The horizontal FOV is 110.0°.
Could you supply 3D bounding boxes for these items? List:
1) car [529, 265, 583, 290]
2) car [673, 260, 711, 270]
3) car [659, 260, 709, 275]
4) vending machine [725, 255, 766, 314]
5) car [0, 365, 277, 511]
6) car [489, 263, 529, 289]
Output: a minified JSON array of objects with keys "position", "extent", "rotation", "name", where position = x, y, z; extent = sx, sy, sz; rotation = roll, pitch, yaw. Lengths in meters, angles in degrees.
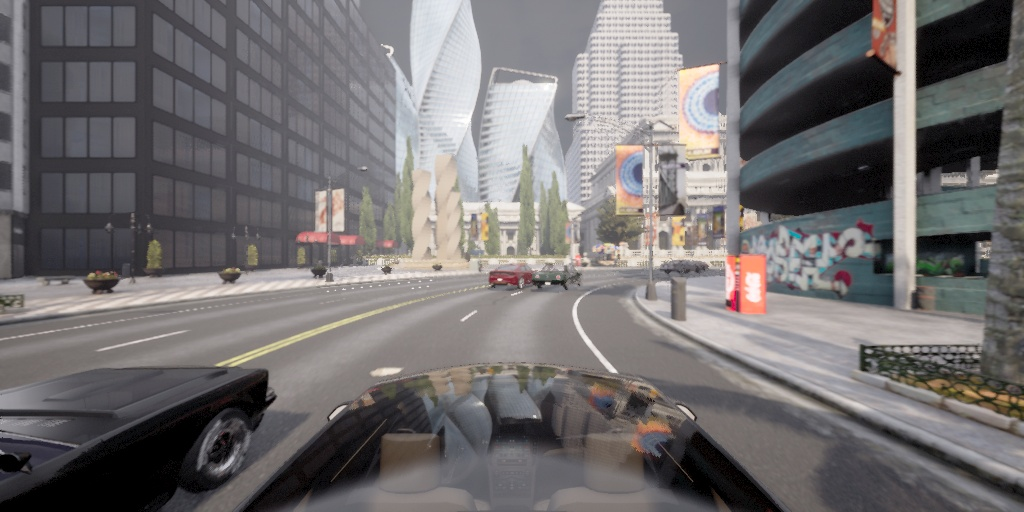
[{"position":[2.913,1.200,21.598],"extent":[1.895,1.301,4.718],"rotation":[0,0,25],"name":"car"},{"position":[25.612,1.276,50.977],"extent":[4.674,1.442,1.812],"rotation":[0,0,-11],"name":"car"},{"position":[17.873,1.144,37.556],"extent":[5.357,1.411,2.033],"rotation":[0,0,-28],"name":"car"},{"position":[7.802,0.945,12.020],"extent":[1.100,2.100,0.880],"rotation":[0,0,10],"name":"vending machine"},{"position":[-3.396,1.351,1.599],"extent":[1.895,1.301,4.718],"rotation":[0,0,0],"name":"car"},{"position":[0.299,1.228,23.065],"extent":[1.882,1.535,5.008],"rotation":[0,0,24],"name":"car"}]
